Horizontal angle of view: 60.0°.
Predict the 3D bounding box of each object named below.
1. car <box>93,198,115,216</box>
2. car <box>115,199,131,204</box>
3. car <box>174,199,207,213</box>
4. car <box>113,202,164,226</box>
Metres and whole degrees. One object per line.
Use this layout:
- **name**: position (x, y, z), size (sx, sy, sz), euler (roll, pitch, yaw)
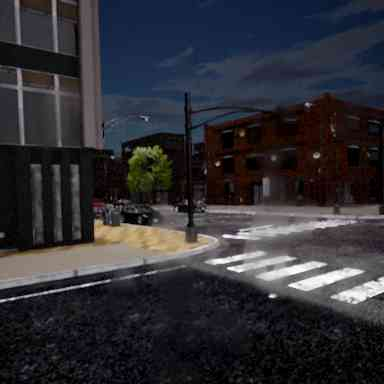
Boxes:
- **car**: position (-10.014, 1.562, 32.988), size (2.192, 1.841, 5.009), euler (-4, 1, -37)
- **car**: position (-9.865, 1.677, 46.930), size (2.008, 1.369, 4.403), euler (-4, 1, -37)
- **car**: position (-0.233, 1.422, 34.322), size (2.008, 1.369, 4.403), euler (-4, 1, -37)
- **car**: position (-3.808, 1.649, 24.712), size (1.947, 1.339, 4.313), euler (-4, 1, -37)
